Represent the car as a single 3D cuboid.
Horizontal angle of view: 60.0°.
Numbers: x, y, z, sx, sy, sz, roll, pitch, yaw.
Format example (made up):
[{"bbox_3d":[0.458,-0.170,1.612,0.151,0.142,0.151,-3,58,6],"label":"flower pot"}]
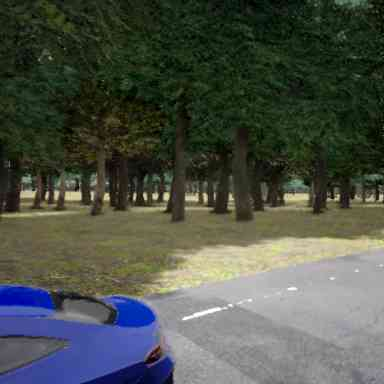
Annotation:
[{"bbox_3d":[-2.307,1.528,2.318,4.674,1.442,1.812,0,0,-36],"label":"car"}]
